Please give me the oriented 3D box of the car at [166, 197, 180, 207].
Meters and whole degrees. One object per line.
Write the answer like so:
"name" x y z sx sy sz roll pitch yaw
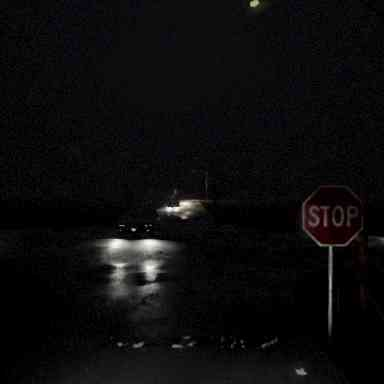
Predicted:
"car" -2.856 1.479 50.930 2.128 1.511 4.902 0 0 0

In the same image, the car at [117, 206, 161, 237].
"car" -2.782 1.550 18.257 1.837 1.490 4.892 1 0 0
